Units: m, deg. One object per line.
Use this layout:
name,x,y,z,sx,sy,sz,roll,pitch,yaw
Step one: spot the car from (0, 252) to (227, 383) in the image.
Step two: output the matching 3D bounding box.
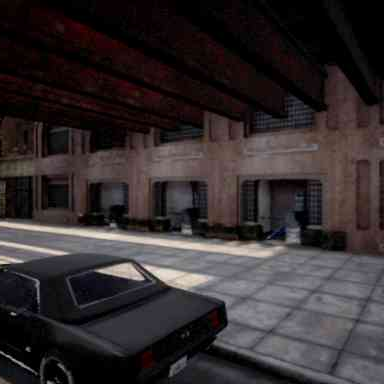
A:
car,-1.974,1.582,4.866,4.718,1.301,1.895,0,0,35
